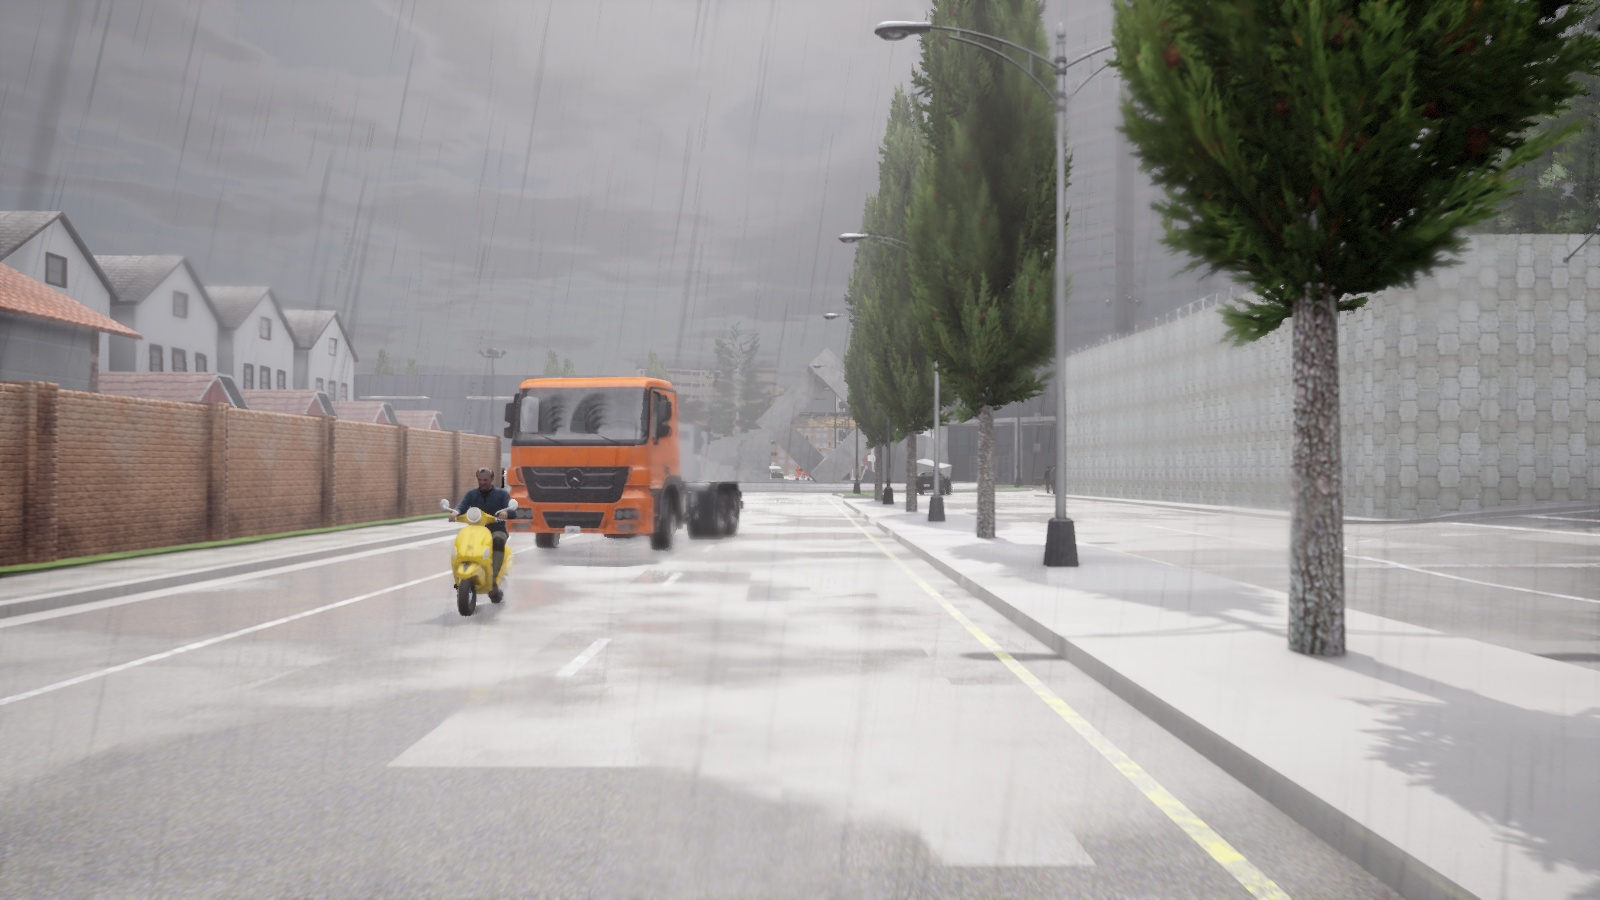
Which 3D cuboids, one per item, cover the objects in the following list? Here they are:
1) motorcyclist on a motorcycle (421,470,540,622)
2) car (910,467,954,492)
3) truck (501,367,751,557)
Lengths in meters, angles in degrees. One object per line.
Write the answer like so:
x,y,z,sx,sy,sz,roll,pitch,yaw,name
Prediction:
-3.534,1.018,14.067,0.866,1.590,1.817,0,-1,0,motorcyclist on a motorcycle
8.894,1.968,84.261,2.152,1.651,5.027,-1,-1,14,car
-3.398,0.299,27.071,2.891,3.462,7.936,-1,-1,11,truck
